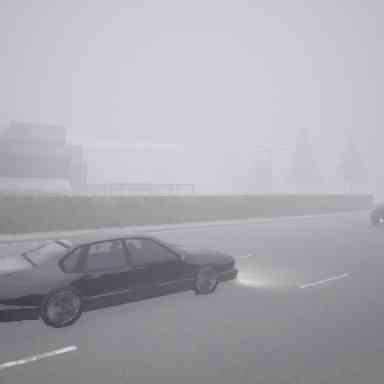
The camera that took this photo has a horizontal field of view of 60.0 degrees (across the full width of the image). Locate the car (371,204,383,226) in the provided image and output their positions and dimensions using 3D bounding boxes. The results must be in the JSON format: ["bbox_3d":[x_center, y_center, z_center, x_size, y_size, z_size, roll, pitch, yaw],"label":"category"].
[{"bbox_3d":[13.800,1.505,22.171,4.892,1.490,1.837,0,0,-35],"label":"car"}]

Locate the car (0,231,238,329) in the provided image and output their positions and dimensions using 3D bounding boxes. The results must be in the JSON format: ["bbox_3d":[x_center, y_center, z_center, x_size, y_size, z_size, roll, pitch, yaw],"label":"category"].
[{"bbox_3d":[-1.540,1.547,6.944,5.357,1.411,2.033,0,0,-35],"label":"car"}]
